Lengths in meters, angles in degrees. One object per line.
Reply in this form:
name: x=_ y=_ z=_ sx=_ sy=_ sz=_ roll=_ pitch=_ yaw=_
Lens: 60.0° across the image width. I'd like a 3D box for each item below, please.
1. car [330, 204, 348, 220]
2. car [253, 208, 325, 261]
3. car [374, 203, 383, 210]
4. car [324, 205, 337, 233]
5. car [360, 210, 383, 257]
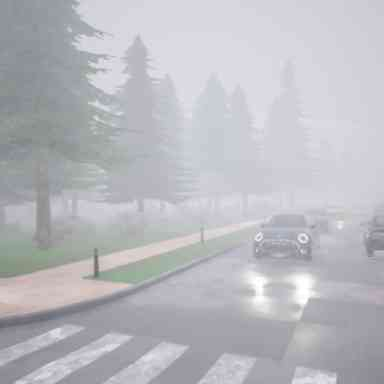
car: x=14.867 y=1.980 z=34.437 sx=1.882 sy=1.535 sz=5.008 roll=-2 pitch=-1 yaw=32
car: x=4.036 y=1.667 z=13.751 sx=2.097 sy=1.767 sz=4.553 roll=-2 pitch=-1 yaw=26
car: x=23.779 y=1.986 z=40.991 sx=1.994 sy=1.385 sz=4.181 roll=-2 pitch=-2 yaw=37
car: x=8.504 y=1.881 z=22.778 sx=1.882 sy=1.535 sz=5.008 roll=-2 pitch=-2 yaw=27
car: x=8.093 y=1.700 z=13.629 sx=2.128 sy=1.511 sz=4.902 roll=-2 pitch=-1 yaw=26
